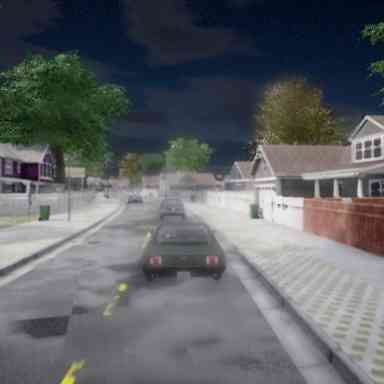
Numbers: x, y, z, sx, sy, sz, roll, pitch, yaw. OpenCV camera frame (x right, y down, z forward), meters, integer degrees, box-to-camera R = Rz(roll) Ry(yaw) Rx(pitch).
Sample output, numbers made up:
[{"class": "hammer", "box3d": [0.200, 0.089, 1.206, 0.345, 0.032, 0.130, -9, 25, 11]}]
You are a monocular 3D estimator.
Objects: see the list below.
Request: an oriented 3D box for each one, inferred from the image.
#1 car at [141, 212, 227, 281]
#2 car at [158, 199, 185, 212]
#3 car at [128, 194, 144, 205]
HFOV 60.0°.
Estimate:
[{"class": "car", "box3d": [-0.253, 1.471, 9.388, 1.895, 1.301, 4.718, 0, 1, -2]}, {"class": "car", "box3d": [-1.534, 1.206, 25.040, 2.033, 1.411, 5.357, 0, 1, -6]}, {"class": "car", "box3d": [-7.507, 0.969, 44.093, 1.994, 1.385, 4.181, 0, 1, -11]}]
